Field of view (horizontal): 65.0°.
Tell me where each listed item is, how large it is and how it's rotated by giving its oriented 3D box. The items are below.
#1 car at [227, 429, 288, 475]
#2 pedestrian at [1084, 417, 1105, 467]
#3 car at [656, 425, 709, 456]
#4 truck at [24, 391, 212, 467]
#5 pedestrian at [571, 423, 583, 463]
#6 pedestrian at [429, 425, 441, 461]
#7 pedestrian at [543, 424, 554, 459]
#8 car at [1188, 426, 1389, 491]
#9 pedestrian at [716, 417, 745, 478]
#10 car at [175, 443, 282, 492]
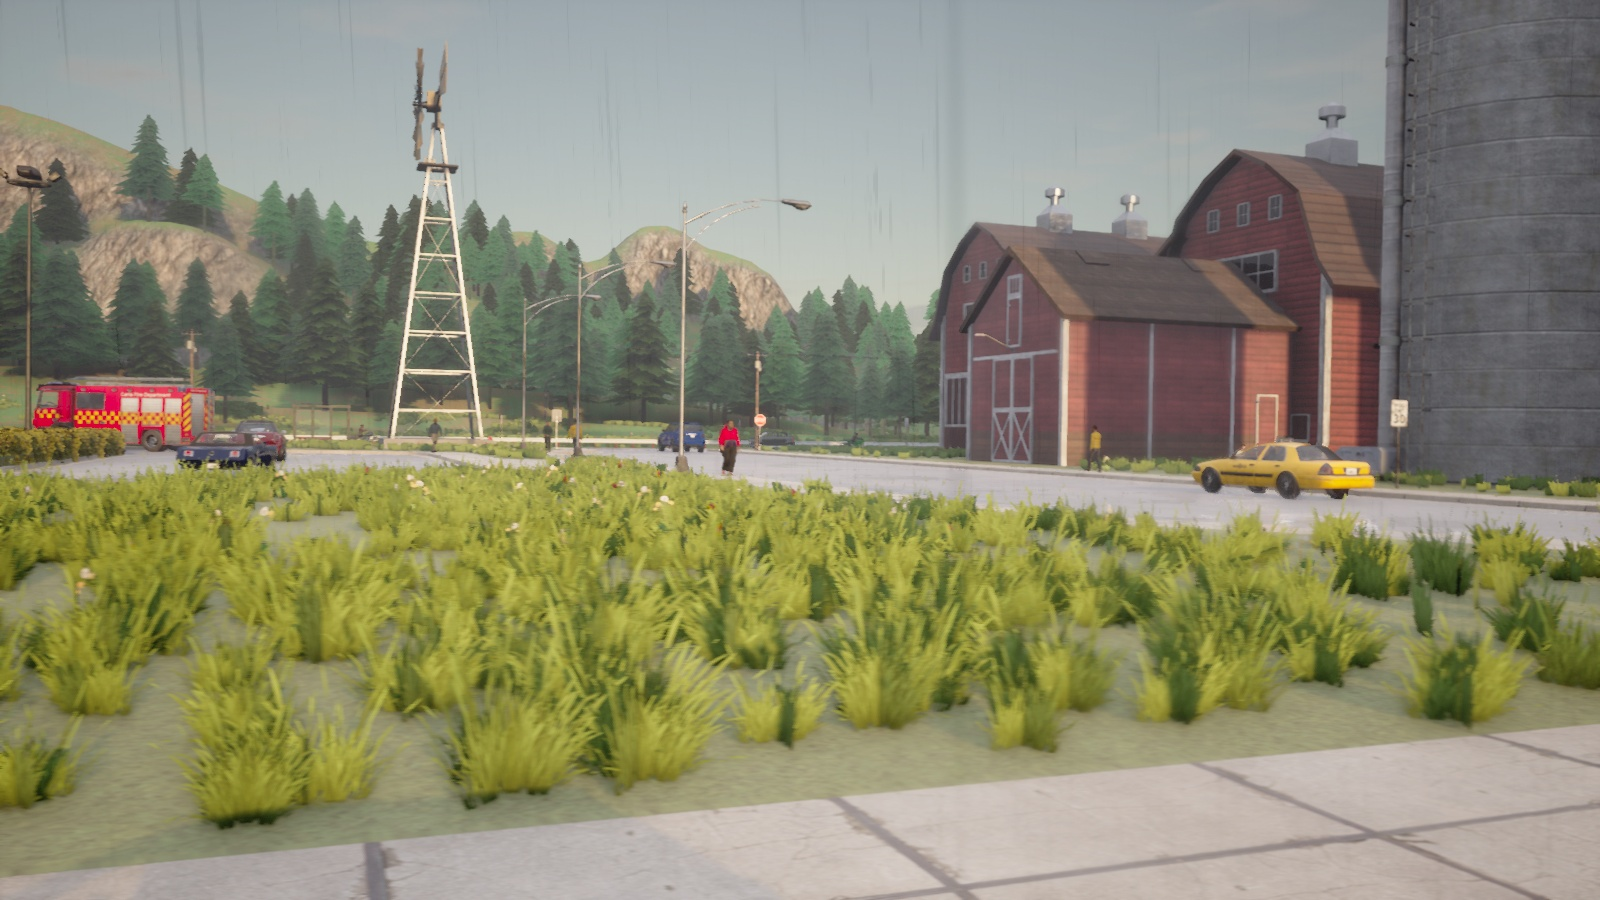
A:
[{"bbox_3d":[-22.293,0.045,51.704,2.097,1.767,4.553,-1,1,-21],"label":"car"},{"bbox_3d":[11.073,-0.305,47.212,0.431,1.840,0.709,-1,1,-24],"label":"pedestrian"},{"bbox_3d":[-8.147,-0.693,86.542,2.150,2.045,5.566,-1,1,-22],"label":"car"},{"bbox_3d":[-35.573,-1.098,65.652,8.468,3.827,2.891,0,1,6],"label":"truck"},{"bbox_3d":[-10.339,-0.329,58.172,0.431,1.840,0.709,-1,1,-18],"label":"pedestrian"},{"bbox_3d":[-18.662,-0.366,64.167,0.370,1.835,0.726,-1,1,-31],"label":"pedestrian"},{"bbox_3d":[-13.962,-0.475,69.753,0.423,1.949,0.788,-1,1,-21],"label":"pedestrian"},{"bbox_3d":[12.766,0.172,33.271,1.801,1.575,5.366,-1,1,-21],"label":"car"},{"bbox_3d":[-2.138,-0.093,38.495,0.634,1.844,0.899,-1,1,-22],"label":"pedestrian"},{"bbox_3d":[-16.708,0.467,36.964,1.895,1.301,4.718,-1,1,-12],"label":"car"}]
